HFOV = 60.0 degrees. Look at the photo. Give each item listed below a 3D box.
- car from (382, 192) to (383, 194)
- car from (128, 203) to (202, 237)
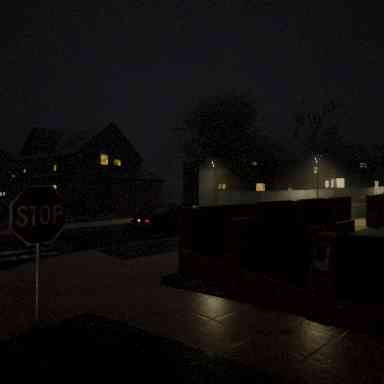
[{"bbox_3d":[22.192,0.399,35.981,4.553,1.767,2.097,-2,2,-41],"label":"car"},{"bbox_3d":[-0.425,1.235,16.142,5.357,1.411,2.033,-2,2,-41],"label":"car"}]
